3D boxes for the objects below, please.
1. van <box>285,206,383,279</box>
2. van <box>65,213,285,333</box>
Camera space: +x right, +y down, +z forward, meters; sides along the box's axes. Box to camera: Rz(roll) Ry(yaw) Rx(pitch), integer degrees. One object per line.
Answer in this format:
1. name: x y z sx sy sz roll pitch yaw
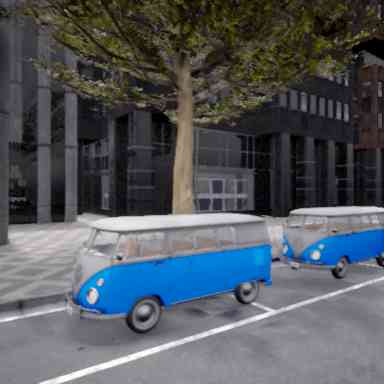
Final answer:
1. van: 4.347 1.337 9.748 3.998 1.788 1.690 0 0 -36
2. van: -0.227 1.339 6.485 3.998 1.788 1.690 0 0 -36
